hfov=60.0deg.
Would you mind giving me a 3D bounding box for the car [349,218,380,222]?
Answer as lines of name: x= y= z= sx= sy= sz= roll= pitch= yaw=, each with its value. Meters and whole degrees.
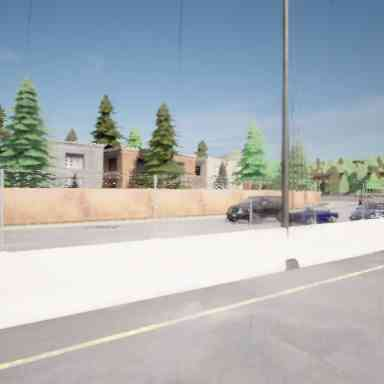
car: x=12.340 y=1.433 z=22.177 sx=4.553 sy=1.767 sz=2.097 roll=0 pitch=0 yaw=-42
